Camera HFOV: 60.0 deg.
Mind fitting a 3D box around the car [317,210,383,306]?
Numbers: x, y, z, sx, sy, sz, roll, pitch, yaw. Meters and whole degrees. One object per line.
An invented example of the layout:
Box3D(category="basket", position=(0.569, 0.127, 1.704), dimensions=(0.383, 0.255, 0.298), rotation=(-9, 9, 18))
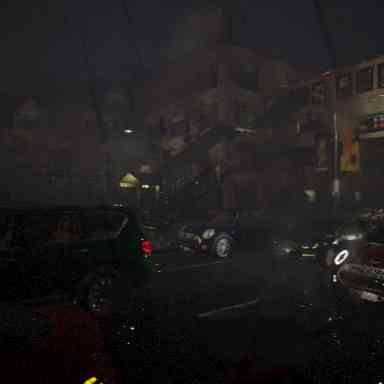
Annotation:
Box3D(category="car", position=(5.244, 1.435, 7.678), dimensions=(4.553, 1.767, 2.097), rotation=(1, 0, -35))

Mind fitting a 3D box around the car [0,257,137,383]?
Box3D(category="car", position=(-2.790, 1.513, 1.961), dimensions=(4.674, 1.442, 1.812), rotation=(1, -1, -35))

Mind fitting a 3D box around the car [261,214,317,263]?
Box3D(category="car", position=(4.938, 1.608, 11.749), dimensions=(4.892, 1.490, 1.837), rotation=(1, 0, -35))

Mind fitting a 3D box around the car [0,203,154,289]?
Box3D(category="car", position=(-3.354, 1.228, 5.856), dimensions=(5.566, 2.045, 2.150), rotation=(1, -1, -36))

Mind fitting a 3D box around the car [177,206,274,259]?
Box3D(category="car", position=(1.625, 1.438, 13.063), dimensions=(4.553, 1.767, 2.185), rotation=(1, 0, -36))

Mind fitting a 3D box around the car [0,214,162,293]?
Box3D(category="car", position=(-3.524, 1.501, 9.217), dimensions=(5.008, 1.535, 2.097), rotation=(1, 0, -36))

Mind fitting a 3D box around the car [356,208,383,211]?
Box3D(category="car", position=(10.415, 1.669, 19.293), dimensions=(4.892, 1.521, 2.231), rotation=(1, 0, -26))
